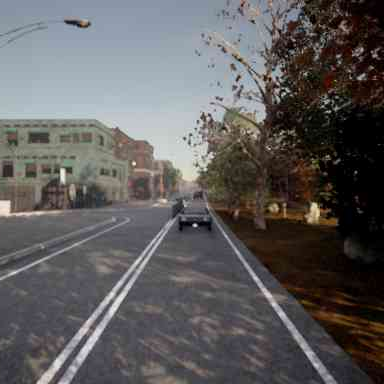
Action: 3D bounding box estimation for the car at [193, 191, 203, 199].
[{"bbox_3d":[1.533,0.669,78.267,2.150,2.045,5.566,0,1,2],"label":"car"}]

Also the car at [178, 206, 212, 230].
[{"bbox_3d":[0.201,1.521,20.444,1.895,1.301,4.718,0,0,1],"label":"car"}]

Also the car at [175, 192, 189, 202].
[{"bbox_3d":[-2.196,1.139,64.089,2.033,1.411,5.357,0,1,2],"label":"car"}]
